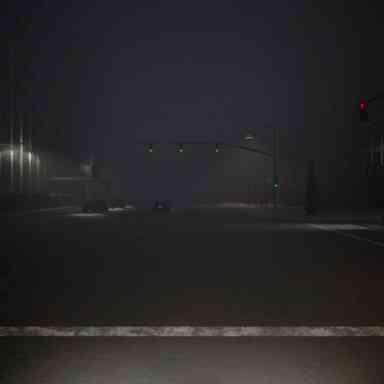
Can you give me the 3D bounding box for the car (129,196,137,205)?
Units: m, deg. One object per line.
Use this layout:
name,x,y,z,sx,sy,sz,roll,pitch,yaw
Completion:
car,-10.659,1.509,57.420,2.128,1.511,4.902,0,0,0

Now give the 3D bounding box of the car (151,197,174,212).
car,-3.483,1.575,38.104,1.994,1.385,4.181,0,0,0

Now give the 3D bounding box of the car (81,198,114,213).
car,-10.645,1.559,37.180,2.033,1.411,5.357,0,0,0

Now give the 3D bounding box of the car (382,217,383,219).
car,15.116,1.607,21.571,4.718,1.301,1.895,0,0,0

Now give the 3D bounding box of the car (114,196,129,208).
car,-10.662,1.578,47.054,1.994,1.385,4.181,0,0,0

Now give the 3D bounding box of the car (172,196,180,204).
car,-3.491,1.546,66.608,1.812,1.442,4.674,0,0,0

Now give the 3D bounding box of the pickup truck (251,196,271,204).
pickup truck,13.025,1.077,61.492,2.390,2.098,6.274,0,0,30

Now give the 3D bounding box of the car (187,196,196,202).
car,-0.119,1.563,76.264,2.033,1.411,5.357,0,0,0

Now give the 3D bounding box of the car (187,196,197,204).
car,-0.004,1.621,66.470,1.895,1.301,4.718,0,0,0
